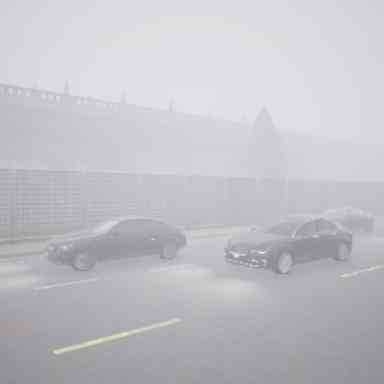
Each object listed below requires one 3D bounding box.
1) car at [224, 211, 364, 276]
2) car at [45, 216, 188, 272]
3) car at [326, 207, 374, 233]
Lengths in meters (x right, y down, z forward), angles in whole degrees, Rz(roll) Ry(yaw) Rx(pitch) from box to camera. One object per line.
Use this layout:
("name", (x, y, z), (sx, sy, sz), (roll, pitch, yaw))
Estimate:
("car", (3.197, 1.518, 10.567), (4.892, 1.490, 1.837), (0, 0, -35))
("car", (-2.303, 1.532, 10.947), (4.674, 1.442, 1.812), (0, 0, -36))
("car", (8.286, 1.552, 18.385), (4.674, 1.442, 1.812), (0, 0, -35))
